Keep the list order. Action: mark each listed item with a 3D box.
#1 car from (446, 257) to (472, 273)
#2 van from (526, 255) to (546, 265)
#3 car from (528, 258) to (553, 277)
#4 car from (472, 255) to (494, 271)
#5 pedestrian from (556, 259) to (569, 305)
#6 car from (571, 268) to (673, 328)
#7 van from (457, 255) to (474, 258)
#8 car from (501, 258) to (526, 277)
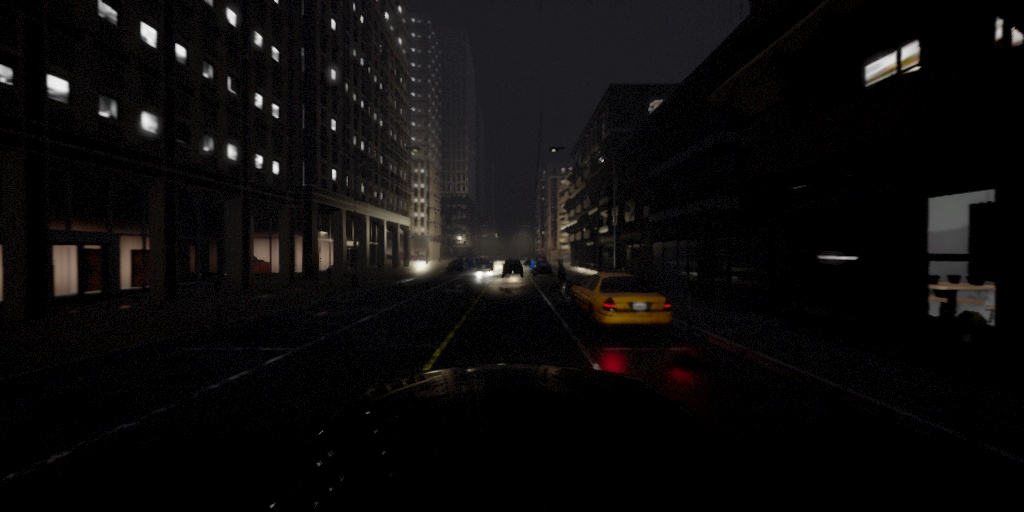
[{"bbox_3d":[-5.681,1.066,37.471,1.948,1.339,4.313,0,0,0],"label":"car"},{"bbox_3d":[2.699,0.840,37.469,1.690,1.789,3.998,0,0,0],"label":"van"},{"bbox_3d":[2.698,1.120,31.820,1.802,1.307,4.207,0,0,0],"label":"car"},{"bbox_3d":[-3.077,0.962,41.797,2.128,1.511,4.902,0,0,0],"label":"car"},{"bbox_3d":[1.936,0.956,13.930,0.375,1.860,0.375,0,0,-2],"label":"pedestrian"},{"bbox_3d":[3.003,1.139,10.976,1.801,1.575,5.366,0,0,0],"label":"car"},{"bbox_3d":[-5.680,0.803,43.119,1.690,1.789,3.998,0,0,0],"label":"van"},{"bbox_3d":[0.076,1.044,31.951,1.837,1.490,4.892,0,1,0],"label":"car"}]
